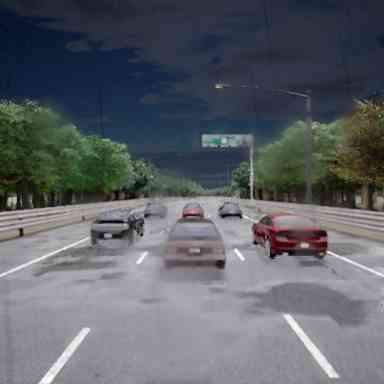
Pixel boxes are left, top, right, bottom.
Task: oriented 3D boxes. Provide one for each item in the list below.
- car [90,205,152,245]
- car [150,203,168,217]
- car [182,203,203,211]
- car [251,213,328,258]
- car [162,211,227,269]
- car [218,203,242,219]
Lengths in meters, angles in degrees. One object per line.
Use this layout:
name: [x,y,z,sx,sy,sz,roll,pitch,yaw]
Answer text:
car: [-3.409,1.582,15.967,2.128,1.511,4.902,0,0,0]
car: [-3.409,1.754,31.753,1.994,1.385,4.181,0,0,0]
car: [0.091,1.755,31.836,1.994,1.385,4.181,0,0,0]
car: [3.587,1.551,13.039,1.882,1.535,5.008,0,0,0]
car: [0.083,1.611,11.308,2.033,1.411,5.357,0,0,0]
car: [3.592,1.755,31.911,1.994,1.385,4.181,0,0,0]
